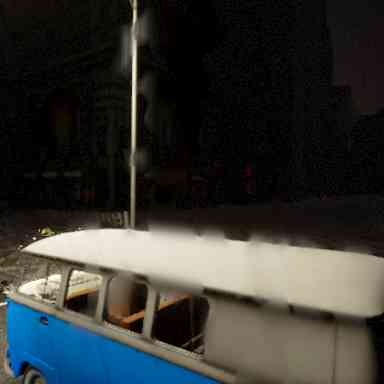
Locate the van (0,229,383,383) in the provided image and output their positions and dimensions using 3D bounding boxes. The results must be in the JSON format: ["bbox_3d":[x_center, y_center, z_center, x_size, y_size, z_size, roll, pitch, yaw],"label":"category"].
[{"bbox_3d":[-0.150,1.338,3.102,3.998,1.788,1.690,0,1,36],"label":"van"}]
